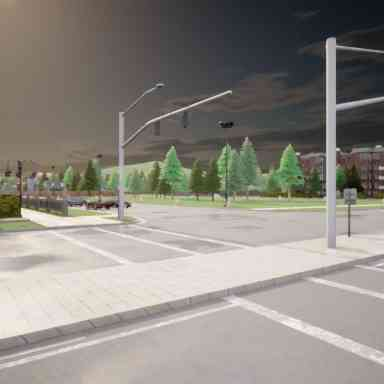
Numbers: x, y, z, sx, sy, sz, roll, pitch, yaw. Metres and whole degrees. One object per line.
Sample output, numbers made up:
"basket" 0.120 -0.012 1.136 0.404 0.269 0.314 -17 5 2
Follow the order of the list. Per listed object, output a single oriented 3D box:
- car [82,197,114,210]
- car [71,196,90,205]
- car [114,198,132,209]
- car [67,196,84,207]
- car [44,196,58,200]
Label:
"car" -12.154 1.601 42.802 1.895 1.301 4.718 0 0 -36
"car" -20.150 1.505 59.823 1.837 1.490 4.892 0 0 -36
"car" -10.235 1.547 46.107 2.033 1.411 5.357 0 0 -36
"car" -18.298 1.504 51.259 1.837 1.490 4.892 0 0 -36
"car" -26.760 1.504 63.042 1.837 1.490 4.892 0 0 -36
